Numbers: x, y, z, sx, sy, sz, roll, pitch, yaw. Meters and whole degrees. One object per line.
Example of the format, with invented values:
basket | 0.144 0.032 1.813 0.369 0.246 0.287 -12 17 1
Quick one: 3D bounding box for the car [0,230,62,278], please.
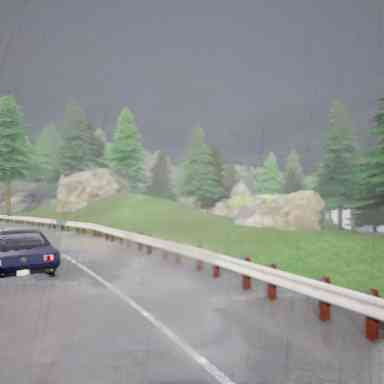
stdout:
car | -5.537 1.837 10.441 1.895 1.301 4.718 0 -1 -33
